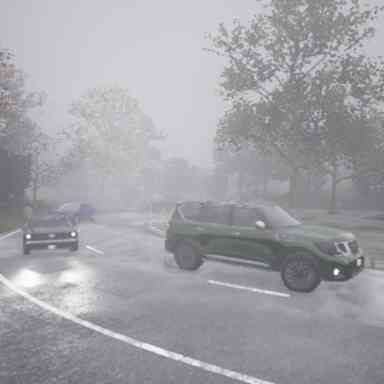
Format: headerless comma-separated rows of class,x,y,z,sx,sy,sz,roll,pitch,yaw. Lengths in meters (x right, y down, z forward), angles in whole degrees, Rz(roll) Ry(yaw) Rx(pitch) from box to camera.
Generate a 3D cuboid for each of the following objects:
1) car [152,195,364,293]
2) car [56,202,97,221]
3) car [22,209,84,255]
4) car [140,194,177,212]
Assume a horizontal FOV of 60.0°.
car,1.680,1.253,9.381,5.566,2.045,2.150,0,0,39
car,-8.657,1.487,24.438,1.882,1.535,5.008,0,0,5
car,-5.858,1.599,13.531,1.895,1.301,4.718,0,0,-27
car,-3.345,1.292,38.432,2.150,2.045,5.566,0,0,44
